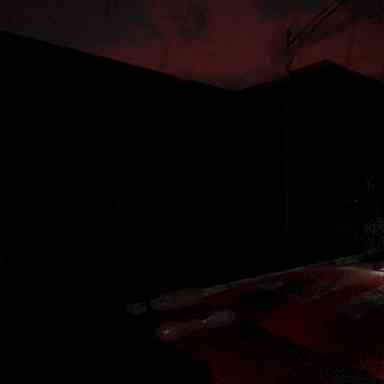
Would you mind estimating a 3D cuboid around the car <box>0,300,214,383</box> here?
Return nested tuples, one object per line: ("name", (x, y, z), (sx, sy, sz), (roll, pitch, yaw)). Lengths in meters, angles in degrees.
("car", (-2.229, 1.605, 2.087), (4.718, 1.301, 1.895), (0, 0, -35))
